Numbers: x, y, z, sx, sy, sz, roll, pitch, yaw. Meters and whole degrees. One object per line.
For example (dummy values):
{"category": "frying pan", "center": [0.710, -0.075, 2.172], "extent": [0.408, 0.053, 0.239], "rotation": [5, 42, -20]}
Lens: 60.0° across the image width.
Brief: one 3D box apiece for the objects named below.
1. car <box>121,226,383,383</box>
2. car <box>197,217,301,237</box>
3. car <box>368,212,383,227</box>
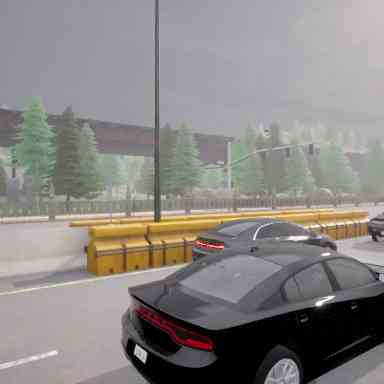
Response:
{"category": "car", "center": [1.494, 1.478, 4.812], "extent": [5.008, 1.535, 1.882], "rotation": [0, 0, -36]}
{"category": "car", "center": [2.263, 1.505, 9.663], "extent": [4.892, 1.490, 1.837], "rotation": [0, 0, -35]}
{"category": "car", "center": [9.931, 1.491, 15.135], "extent": [4.902, 1.511, 2.128], "rotation": [0, 0, -36]}
